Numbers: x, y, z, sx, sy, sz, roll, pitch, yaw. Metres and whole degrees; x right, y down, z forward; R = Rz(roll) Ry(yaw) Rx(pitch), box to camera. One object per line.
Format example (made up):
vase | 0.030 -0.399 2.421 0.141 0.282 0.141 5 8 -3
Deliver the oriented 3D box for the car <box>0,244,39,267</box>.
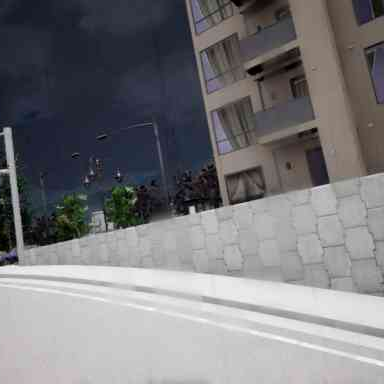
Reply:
car | -15.541 5.658 29.601 2.097 1.767 4.553 -15 -9 35
